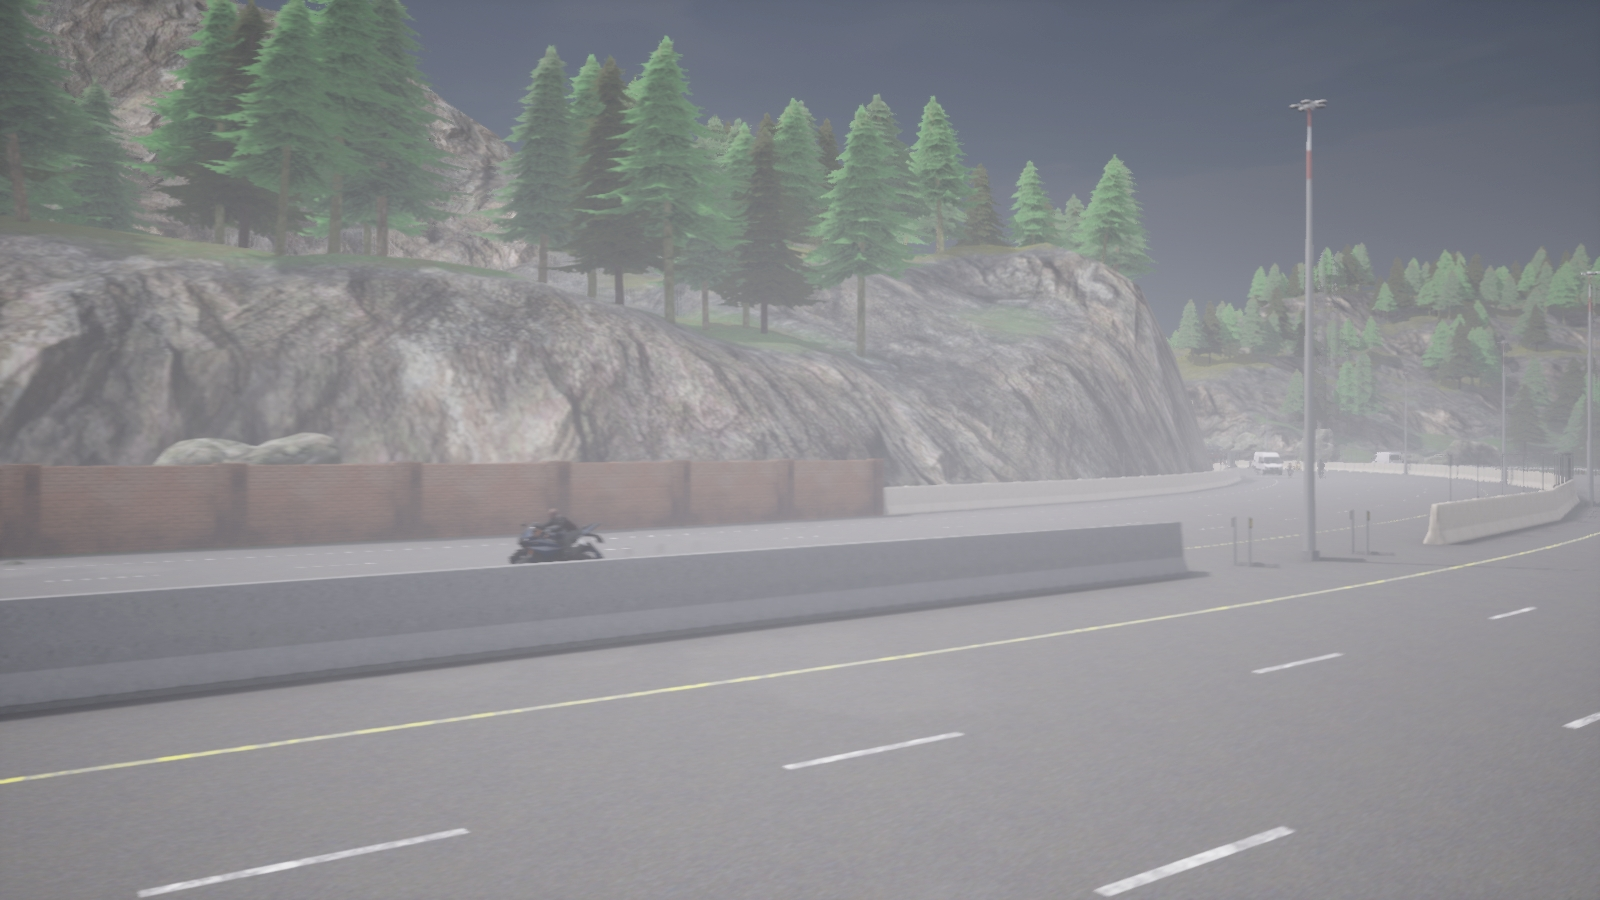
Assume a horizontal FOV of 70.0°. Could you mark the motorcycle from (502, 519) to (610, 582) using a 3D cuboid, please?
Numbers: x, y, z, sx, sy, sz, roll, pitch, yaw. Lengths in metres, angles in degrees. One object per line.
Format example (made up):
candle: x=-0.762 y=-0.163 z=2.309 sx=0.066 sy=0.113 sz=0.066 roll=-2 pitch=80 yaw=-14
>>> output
motorcycle: x=-5.445 y=2.214 z=25.575 sx=2.209 sy=1.251 sz=0.867 roll=0 pitch=-1 yaw=-37
